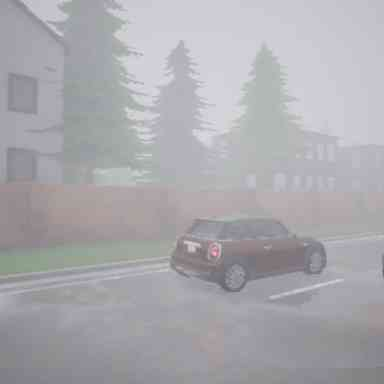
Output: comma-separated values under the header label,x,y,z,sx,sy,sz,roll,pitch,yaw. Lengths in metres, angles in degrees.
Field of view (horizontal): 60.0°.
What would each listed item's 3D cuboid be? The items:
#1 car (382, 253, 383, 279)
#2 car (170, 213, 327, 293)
label,x,y,z,sx,sy,sz,roll,pitch,yaw
car,6.744,1.622,8.520,4.892,1.490,1.837,0,0,-35
car,1.729,1.426,9.285,4.553,1.767,2.097,1,-1,-35
